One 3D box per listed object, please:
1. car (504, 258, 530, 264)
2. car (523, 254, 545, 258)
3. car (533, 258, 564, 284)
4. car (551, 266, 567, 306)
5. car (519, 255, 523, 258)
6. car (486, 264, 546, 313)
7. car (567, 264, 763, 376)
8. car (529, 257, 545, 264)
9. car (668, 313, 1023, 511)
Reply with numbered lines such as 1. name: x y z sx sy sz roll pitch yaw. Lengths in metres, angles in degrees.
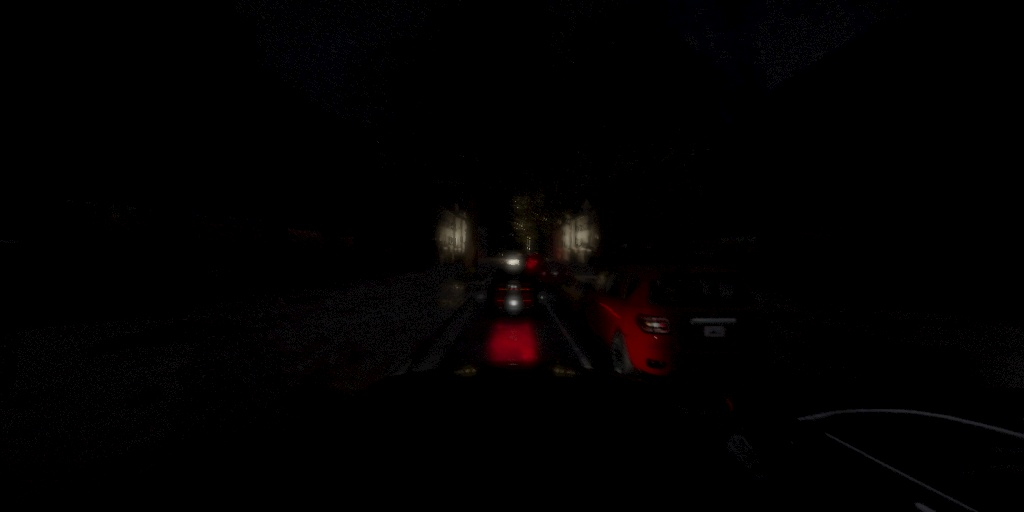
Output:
1. car: 0.077 1.140 29.111 2.128 1.511 4.902 0 0 0
2. car: 2.761 0.806 41.034 2.150 2.045 5.566 0 0 0
3. car: 2.644 1.114 23.688 1.967 1.591 4.097 0 0 0
4. car: 2.641 1.245 12.764 1.751 1.417 4.829 0 0 0
5. car: 2.656 0.979 62.519 1.948 1.339 4.313 0 0 0
6. car: 0.070 1.221 13.715 1.837 1.490 4.892 0 0 0
7. car: 2.639 1.053 7.045 2.192 1.841 5.009 0 0 0
8. car: 2.646 1.087 29.235 1.967 1.591 4.097 0 0 0
9. car: 2.637 1.301 1.500 2.007 1.370 4.403 0 0 0
